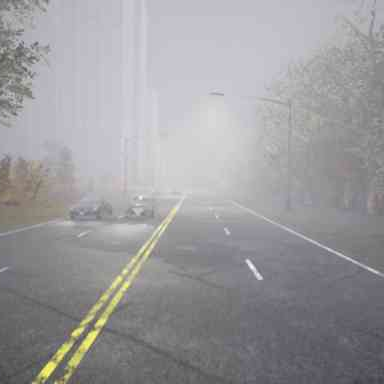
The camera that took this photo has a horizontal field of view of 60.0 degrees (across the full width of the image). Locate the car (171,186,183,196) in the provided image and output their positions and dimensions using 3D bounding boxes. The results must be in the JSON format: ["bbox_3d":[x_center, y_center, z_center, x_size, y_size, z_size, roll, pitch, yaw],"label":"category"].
[{"bbox_3d":[-2.929,0.055,63.021,1.895,1.301,4.718,1,1,1],"label":"car"}]

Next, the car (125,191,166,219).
[{"bbox_3d":[-3.226,0.930,22.441,2.128,1.511,4.902,1,1,0],"label":"car"}]

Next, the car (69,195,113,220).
[{"bbox_3d":[-6.479,0.926,21.922,1.812,1.442,4.674,1,1,0],"label":"car"}]

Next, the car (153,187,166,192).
[{"bbox_3d":[-6.182,-0.245,63.111,2.097,1.767,4.553,1,1,1],"label":"car"}]
